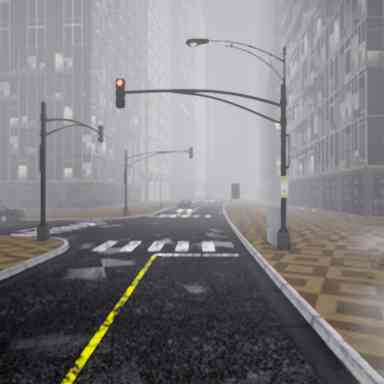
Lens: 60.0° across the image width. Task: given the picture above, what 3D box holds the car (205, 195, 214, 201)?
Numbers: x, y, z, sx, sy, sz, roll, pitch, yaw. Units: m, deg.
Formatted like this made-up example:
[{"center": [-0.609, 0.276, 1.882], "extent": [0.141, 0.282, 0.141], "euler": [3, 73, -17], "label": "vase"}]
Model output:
[{"center": [4.510, 1.497, 85.032], "extent": [1.895, 1.301, 4.718], "euler": [0, 0, 9], "label": "car"}]

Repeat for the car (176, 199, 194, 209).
[{"center": [-0.882, 1.592, 44.129], "extent": [1.994, 1.385, 4.181], "euler": [0, 1, 5], "label": "car"}]

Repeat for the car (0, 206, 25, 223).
[{"center": [-16.472, 1.867, 28.269], "extent": [4.403, 1.369, 2.008], "euler": [-1, 1, 10], "label": "car"}]
